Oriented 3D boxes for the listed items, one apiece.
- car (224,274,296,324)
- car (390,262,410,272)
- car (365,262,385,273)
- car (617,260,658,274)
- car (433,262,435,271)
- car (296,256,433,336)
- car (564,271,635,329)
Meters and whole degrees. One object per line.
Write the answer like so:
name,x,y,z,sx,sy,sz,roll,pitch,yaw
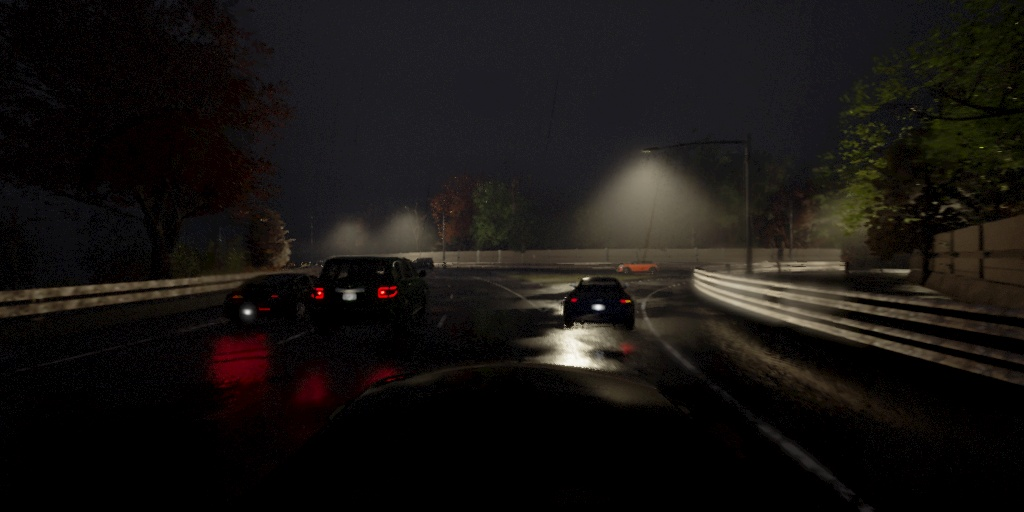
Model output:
car,-7.647,1.343,12.490,1.837,1.490,4.892,0,0,-5
car,-16.751,1.607,53.491,1.812,1.442,4.674,0,0,-31
car,-19.826,1.613,51.818,1.812,1.442,4.674,0,0,-31
car,15.123,1.244,43.442,4.553,1.767,2.097,0,0,6
car,-13.693,1.296,55.190,2.150,2.045,5.566,0,0,-31
car,-3.942,1.034,10.854,2.150,2.045,5.566,0,0,-5
car,2.815,1.348,11.518,1.994,1.385,4.181,0,0,15
